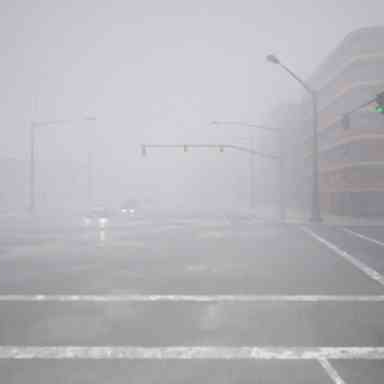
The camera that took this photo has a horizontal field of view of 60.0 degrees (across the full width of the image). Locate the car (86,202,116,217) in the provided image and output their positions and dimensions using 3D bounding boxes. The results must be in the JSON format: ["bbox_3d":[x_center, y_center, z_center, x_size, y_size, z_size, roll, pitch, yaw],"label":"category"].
[{"bbox_3d":[-9.199,1.744,34.072,1.812,1.442,4.674,0,0,1],"label":"car"}]

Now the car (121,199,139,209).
[{"bbox_3d":[-8.875,1.715,47.752,1.994,1.385,4.181,0,0,0],"label":"car"}]

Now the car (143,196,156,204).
[{"bbox_3d":[-8.349,1.565,65.762,2.033,1.411,5.357,0,0,2],"label":"car"}]
